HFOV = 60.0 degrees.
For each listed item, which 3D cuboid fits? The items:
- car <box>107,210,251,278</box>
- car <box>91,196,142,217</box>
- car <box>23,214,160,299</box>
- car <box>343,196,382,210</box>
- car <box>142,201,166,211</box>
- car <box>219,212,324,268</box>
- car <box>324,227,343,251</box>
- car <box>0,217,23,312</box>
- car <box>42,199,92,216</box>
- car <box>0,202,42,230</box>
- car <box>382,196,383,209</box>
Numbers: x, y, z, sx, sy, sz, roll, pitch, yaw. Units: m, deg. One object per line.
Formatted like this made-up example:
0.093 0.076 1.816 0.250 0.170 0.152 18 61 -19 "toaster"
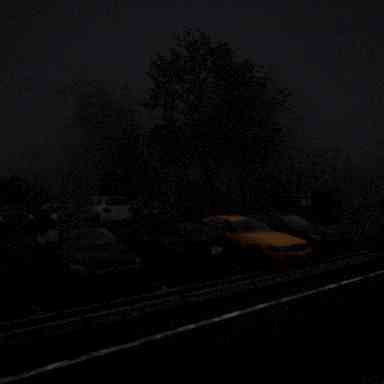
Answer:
-0.696 1.564 10.546 2.163 1.488 4.792 0 0 -35 "car"
-5.980 1.284 22.830 2.435 2.045 5.566 0 0 -35 "car"
-2.952 1.573 8.916 2.002 1.452 4.674 0 0 -35 "car"
20.050 1.220 40.791 2.185 1.767 4.553 0 0 -35 "car"
-3.673 1.411 24.391 2.185 1.767 4.553 0 0 -35 "car"
1.700 1.532 11.979 1.946 1.575 5.366 0 0 -35 "car"
3.740 1.577 13.670 2.002 1.452 4.674 0 -1 -35 "car"
-5.205 1.561 7.282 2.163 1.488 4.792 0 0 -35 "car"
-8.357 1.408 21.151 2.185 1.767 4.553 0 0 -35 "car"
-10.630 1.407 19.541 2.185 1.767 4.553 0 0 -35 "car"
22.243 1.342 42.366 2.097 1.535 5.008 0 0 -35 "car"
